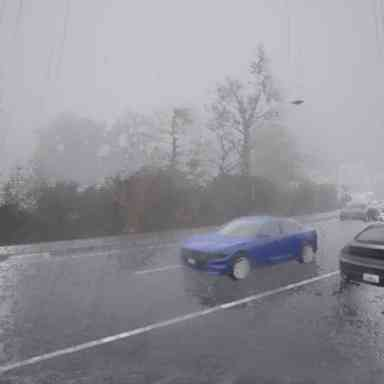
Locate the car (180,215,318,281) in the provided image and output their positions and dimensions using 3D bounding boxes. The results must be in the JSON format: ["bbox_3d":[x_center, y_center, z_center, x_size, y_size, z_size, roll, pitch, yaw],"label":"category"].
[{"bbox_3d":[1.900,1.501,10.149,5.008,1.535,1.882,0,0,-40],"label":"car"}]

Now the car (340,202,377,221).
[{"bbox_3d":[13.094,1.538,26.025,1.837,1.490,4.892,0,0,40],"label":"car"}]

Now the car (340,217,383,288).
[{"bbox_3d":[5.543,1.518,8.390,4.892,1.490,1.837,0,0,-40],"label":"car"}]
